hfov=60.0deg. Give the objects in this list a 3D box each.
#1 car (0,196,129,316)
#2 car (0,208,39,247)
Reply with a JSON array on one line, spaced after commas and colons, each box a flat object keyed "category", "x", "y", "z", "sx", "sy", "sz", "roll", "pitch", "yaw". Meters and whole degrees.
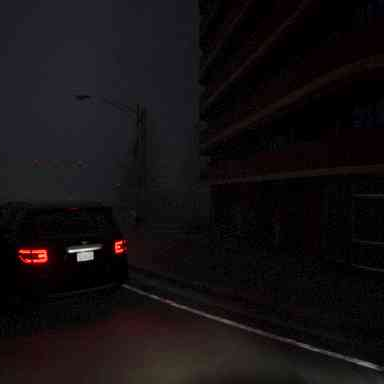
[{"category": "car", "x": -3.579, "y": 1.224, "z": 7.904, "sx": 2.150, "sy": 2.045, "sz": 5.566, "roll": 0, "pitch": 0, "yaw": -40}, {"category": "car", "x": -8.445, "y": 1.569, "z": 15.875, "sx": 1.994, "sy": 1.385, "sz": 4.181, "roll": 0, "pitch": 0, "yaw": -26}]
